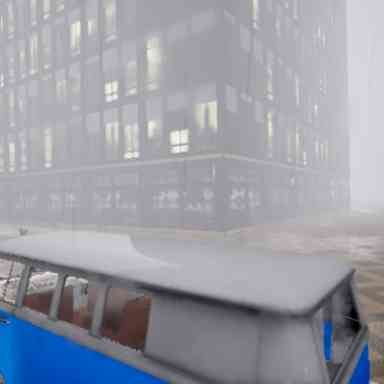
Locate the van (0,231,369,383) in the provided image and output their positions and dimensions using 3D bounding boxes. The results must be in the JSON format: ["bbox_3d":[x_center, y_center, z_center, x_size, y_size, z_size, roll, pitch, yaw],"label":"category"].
[{"bbox_3d":[-0.521,1.345,3.111,3.998,1.788,1.690,0,-1,35],"label":"van"}]
